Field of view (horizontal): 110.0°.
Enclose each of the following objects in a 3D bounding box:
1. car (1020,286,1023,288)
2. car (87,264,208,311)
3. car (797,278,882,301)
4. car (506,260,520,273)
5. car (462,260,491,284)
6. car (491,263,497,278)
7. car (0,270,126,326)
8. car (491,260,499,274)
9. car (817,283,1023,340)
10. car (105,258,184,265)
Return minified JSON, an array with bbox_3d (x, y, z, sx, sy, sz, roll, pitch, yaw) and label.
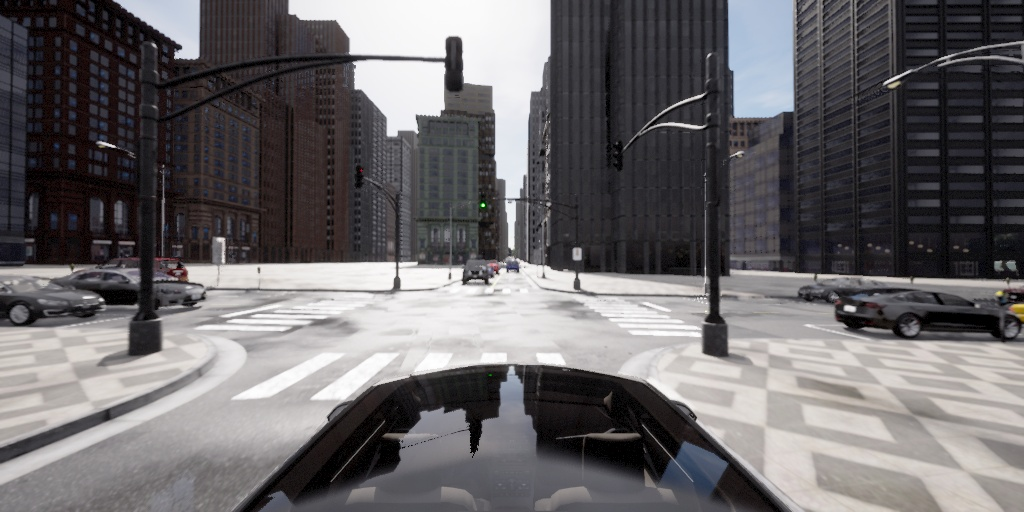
[{"bbox_3d":[17.945,1.684,10.652,4.829,1.417,1.751,0,0,0],"label":"car"},{"bbox_3d":[-14.149,1.211,13.341,4.902,1.511,2.128,1,-1,1],"label":"car"},{"bbox_3d":[17.791,1.812,19.177,4.403,1.370,2.007,0,0,0],"label":"car"},{"bbox_3d":[0.133,1.719,60.671,2.150,2.045,5.566,0,-1,0],"label":"car"},{"bbox_3d":[-3.121,1.346,31.394,2.150,2.045,5.566,0,-1,-4],"label":"car"},{"bbox_3d":[-3.073,1.780,41.583,1.812,1.442,4.674,0,-1,0],"label":"car"},{"bbox_3d":[-14.775,1.228,10.587,4.403,1.370,2.007,0,0,0],"label":"car"},{"bbox_3d":[-3.058,1.617,52.627,2.150,2.045,5.566,0,-1,0],"label":"car"},{"bbox_3d":[12.133,1.637,10.657,4.313,1.339,1.948,0,0,0],"label":"car"},{"bbox_3d":[-20.216,1.019,19.117,5.009,1.841,2.192,0,0,0],"label":"car"}]
